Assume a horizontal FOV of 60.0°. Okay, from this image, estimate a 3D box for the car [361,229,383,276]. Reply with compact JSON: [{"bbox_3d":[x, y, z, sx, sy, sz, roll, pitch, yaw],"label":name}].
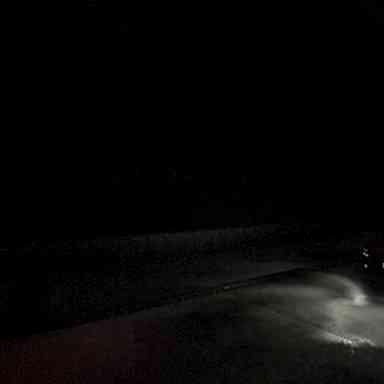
[{"bbox_3d":[6.664,1.478,9.215,5.008,1.535,1.882,0,0,-35],"label":"car"}]
